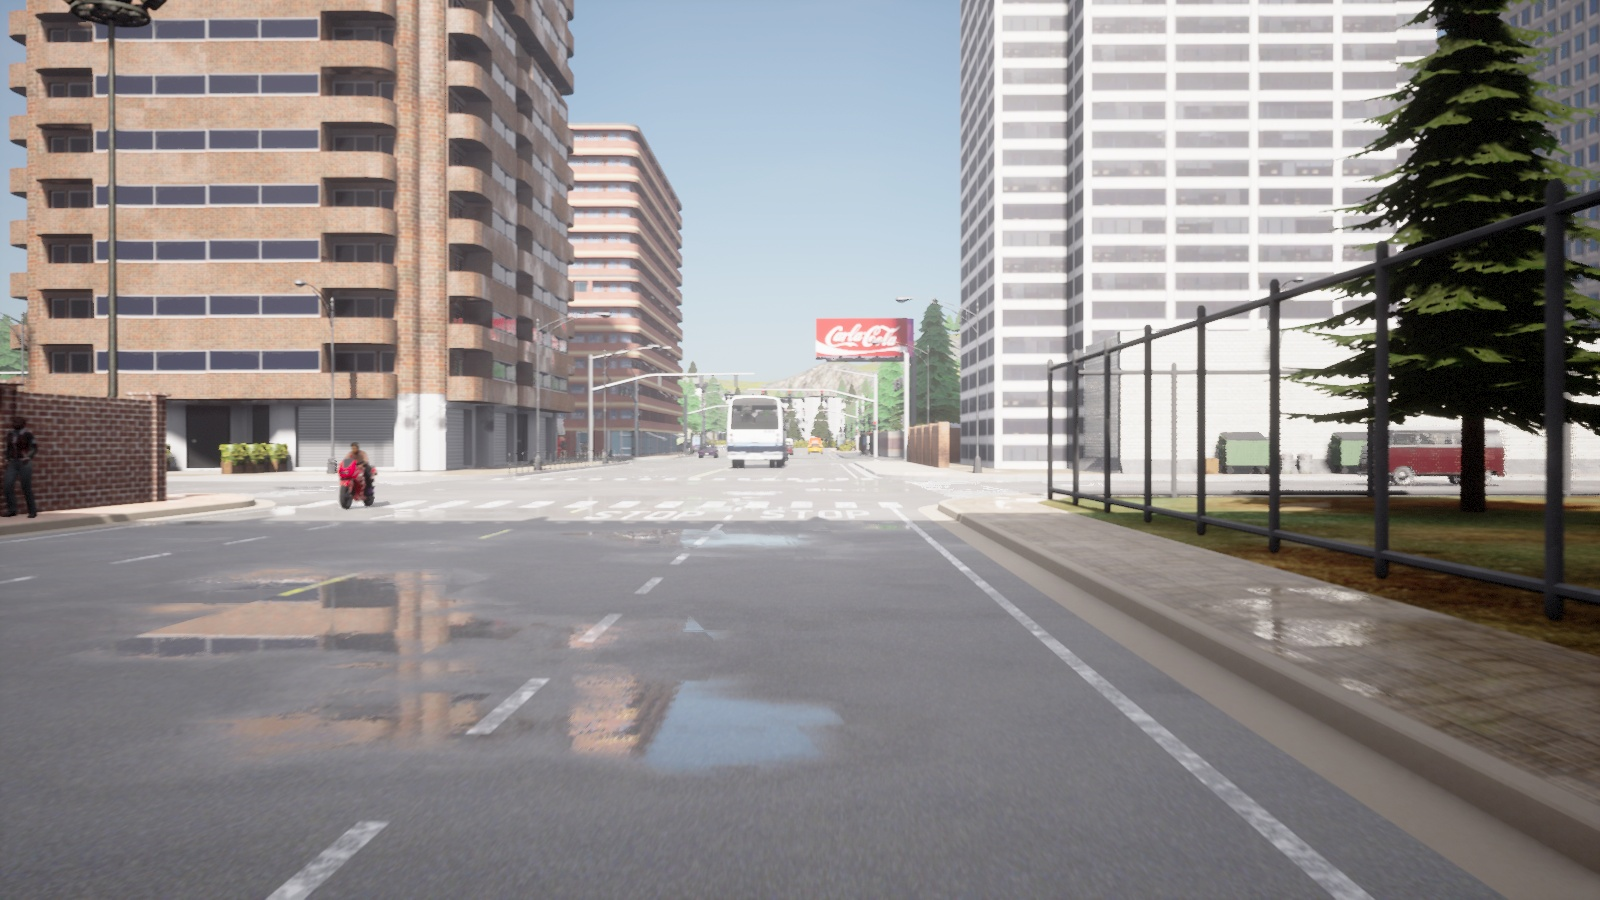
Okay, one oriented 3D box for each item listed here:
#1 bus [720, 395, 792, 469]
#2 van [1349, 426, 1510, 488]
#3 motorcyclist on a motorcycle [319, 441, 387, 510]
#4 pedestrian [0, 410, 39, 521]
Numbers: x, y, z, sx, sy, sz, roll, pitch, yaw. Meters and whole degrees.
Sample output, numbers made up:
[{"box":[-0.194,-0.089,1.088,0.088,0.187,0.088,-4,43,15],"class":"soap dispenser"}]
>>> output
[{"box":[-2.571,-1.070,77.782,3.944,4.253,10.273,0,0,1],"class":"bus"},{"box":[20.791,0.227,41.593,4.442,1.987,1.775,0,0,1],"class":"van"},{"box":[-10.151,0.562,28.589,0.797,1.523,2.044,0,0,1],"class":"motorcyclist on a motorcycle"},{"box":[-13.837,0.268,22.156,0.402,1.930,0.666,0,0,3],"class":"pedestrian"}]
